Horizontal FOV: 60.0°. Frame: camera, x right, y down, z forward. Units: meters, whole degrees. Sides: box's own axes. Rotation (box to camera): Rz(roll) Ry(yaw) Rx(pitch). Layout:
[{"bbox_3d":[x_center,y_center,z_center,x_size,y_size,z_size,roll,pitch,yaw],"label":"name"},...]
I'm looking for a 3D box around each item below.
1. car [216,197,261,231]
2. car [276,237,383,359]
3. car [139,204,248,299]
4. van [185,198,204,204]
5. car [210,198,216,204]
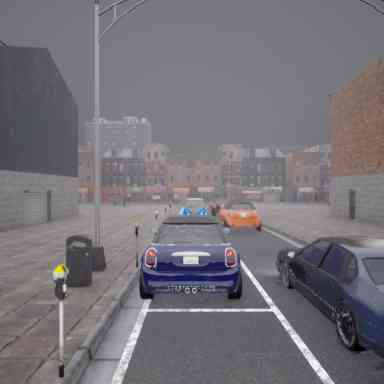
[{"bbox_3d":[2.867,1.353,20.695,2.097,1.767,4.553,0,0,0],"label":"car"},{"bbox_3d":[3.068,1.547,6.092,2.033,1.411,5.357,0,0,0],"label":"car"},{"bbox_3d":[-0.036,1.352,8.608,2.097,1.767,4.553,0,0,0],"label":"car"},{"bbox_3d":[0.190,1.345,25.487,1.690,1.788,3.998,-1,0,0],"label":"van"},{"bbox_3d":[2.880,1.360,32.889,2.097,1.767,4.553,0,0,0],"label":"car"}]
